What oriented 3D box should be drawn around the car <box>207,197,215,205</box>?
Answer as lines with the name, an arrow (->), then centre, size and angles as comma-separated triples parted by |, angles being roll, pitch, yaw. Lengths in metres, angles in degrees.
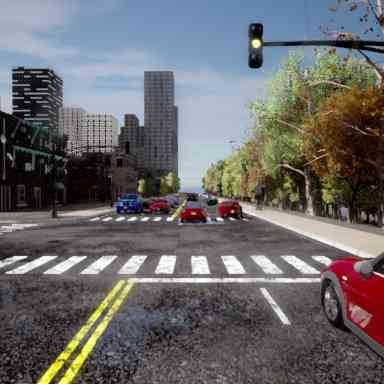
car -> 3.370, 1.544, 55.163 | 1.994, 1.385, 4.181 | 0, 0, 0

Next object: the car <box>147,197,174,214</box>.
car -> -3.324, 1.466, 35.545 | 1.882, 1.535, 5.008 | 0, 0, 0

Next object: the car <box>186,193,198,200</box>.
car -> 0.020, 1.197, 65.061 | 2.150, 2.045, 5.566 | 0, 0, 0

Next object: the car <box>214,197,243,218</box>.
car -> 3.361, 1.469, 29.981 | 1.882, 1.535, 5.008 | 0, 0, 0

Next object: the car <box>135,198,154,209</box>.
car -> -6.565, 1.585, 46.051 | 1.895, 1.301, 4.718 | 0, 0, 0

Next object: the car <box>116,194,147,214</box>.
car -> -6.571, 1.210, 35.797 | 2.150, 2.045, 5.566 | 0, 0, 0

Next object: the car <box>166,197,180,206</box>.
car -> -3.296, 1.526, 57.500 | 2.033, 1.411, 5.357 | 0, 0, 0

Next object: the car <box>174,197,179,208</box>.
car -> -3.314, 1.531, 46.039 | 2.033, 1.411, 5.357 | 0, 0, 0

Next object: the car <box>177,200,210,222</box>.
car -> 0.110, 1.556, 26.530 | 1.994, 1.385, 4.181 | 0, 0, 0

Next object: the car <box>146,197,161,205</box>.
car -> -6.557, 1.542, 57.355 | 1.994, 1.385, 4.181 | 0, 0, 0

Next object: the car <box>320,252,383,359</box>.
car -> 3.350, 1.351, 4.175 | 2.097, 1.767, 4.553 | 0, 0, 0
